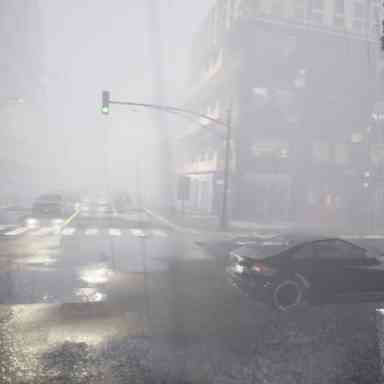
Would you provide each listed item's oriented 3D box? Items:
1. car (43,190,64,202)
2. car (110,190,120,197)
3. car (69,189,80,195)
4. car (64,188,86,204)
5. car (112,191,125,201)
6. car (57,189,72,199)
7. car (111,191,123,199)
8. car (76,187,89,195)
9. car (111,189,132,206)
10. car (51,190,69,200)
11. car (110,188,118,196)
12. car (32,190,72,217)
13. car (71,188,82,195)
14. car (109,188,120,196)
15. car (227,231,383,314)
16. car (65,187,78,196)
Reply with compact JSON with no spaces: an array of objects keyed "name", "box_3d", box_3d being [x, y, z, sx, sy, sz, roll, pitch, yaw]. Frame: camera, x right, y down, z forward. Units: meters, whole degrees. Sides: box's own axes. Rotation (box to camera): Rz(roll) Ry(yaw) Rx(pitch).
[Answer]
[{"name":"car","box_3d":[-17.605,0.442,42.553,1.752,1.417,4.829,2,1,-15]},{"name":"car","box_3d":[-16.705,0.328,72.224,1.887,1.381,4.507,2,1,-15]},{"name":"car","box_3d":[-24.785,0.003,70.155,1.802,1.307,4.206,2,1,-15]},{"name":"car","box_3d":[-14.437,0.639,40.668,1.994,1.385,4.181,3,0,-14]},{"name":"car","box_3d":[-12.425,0.645,55.761,1.947,1.339,4.313,2,1,-15]},{"name":"car","box_3d":[-20.459,0.245,53.527,1.752,1.417,4.829,2,1,-15]},{"name":"car","box_3d":[-13.851,0.531,61.249,2.008,1.369,4.403,2,1,-15]},{"name":"car","box_3d":[-18.296,-0.080,55.874,1.837,1.490,4.892,3,0,-15]},{"name":"car","box_3d":[-8.140,0.814,39.298,1.967,1.590,4.097,2,1,-15]},{"name":"car","box_3d":[-19.076,0.381,48.205,1.947,1.339,4.313,2,1,-15]},{"name":"car","box_3d":[-10.993,0.617,50.273,1.967,1.590,4.097,2,1,-15]},{"name":"car","box_3d":[-10.107,0.852,23.952,1.882,1.535,5.008,3,1,-15]},{"name":"car","box_3d":[-26.223,-0.133,75.638,1.887,1.381,4.507,2,1,-15]},{"name":"car","box_3d":[-18.125,0.001,77.708,2.192,1.841,5.009,2,1,-15]},{"name":"car","box_3d":[2.904,1.610,7.347,4.181,1.385,1.994,2,1,-14]},{"name":"car","box_3d":[-23.353,-0.040,64.666,1.967,1.590,4.097,2,1,-15]}]
